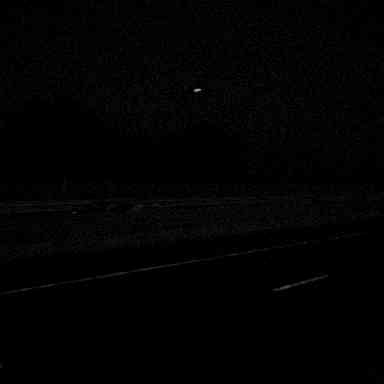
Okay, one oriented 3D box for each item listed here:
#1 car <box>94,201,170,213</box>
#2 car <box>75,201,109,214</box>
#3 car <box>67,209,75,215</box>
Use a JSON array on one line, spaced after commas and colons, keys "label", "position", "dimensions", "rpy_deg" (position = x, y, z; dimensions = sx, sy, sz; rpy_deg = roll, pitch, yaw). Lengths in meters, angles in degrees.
[{"label": "car", "position": [-2.898, 1.401, 19.118], "dimensions": [4.674, 1.442, 1.812], "rpy_deg": [-1, 1, -35]}, {"label": "car", "position": [-4.903, 1.401, 21.987], "dimensions": [4.674, 1.442, 1.812], "rpy_deg": [-1, 1, -35]}, {"label": "car", "position": [-6.899, 1.400, 24.861], "dimensions": [4.674, 1.442, 1.812], "rpy_deg": [-1, 1, -35]}]
